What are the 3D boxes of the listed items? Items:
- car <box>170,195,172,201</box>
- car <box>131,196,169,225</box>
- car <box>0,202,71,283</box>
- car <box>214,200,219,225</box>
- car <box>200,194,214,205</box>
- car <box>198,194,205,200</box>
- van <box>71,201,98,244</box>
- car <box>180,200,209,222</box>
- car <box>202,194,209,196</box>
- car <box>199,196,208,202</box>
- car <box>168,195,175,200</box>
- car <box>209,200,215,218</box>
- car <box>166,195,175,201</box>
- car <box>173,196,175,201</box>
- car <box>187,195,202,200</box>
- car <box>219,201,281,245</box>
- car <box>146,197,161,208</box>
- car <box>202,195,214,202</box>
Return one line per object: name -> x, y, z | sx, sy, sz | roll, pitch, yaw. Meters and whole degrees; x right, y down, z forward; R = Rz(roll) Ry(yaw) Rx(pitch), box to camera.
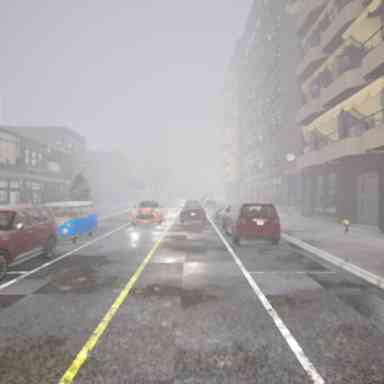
car -> -5.672, 1.475, 66.660 | 1.967, 1.590, 4.097 | 1, 0, 0
car -> -3.082, 1.360, 24.163 | 2.097, 1.767, 4.553 | 0, 0, 0
car -> -5.663, 1.318, 9.791 | 2.192, 1.841, 5.009 | 1, 0, 0
car -> 2.696, 1.447, 21.228 | 1.967, 1.590, 4.097 | 1, 0, 0
car -> 2.680, 1.346, 61.035 | 2.192, 1.841, 5.009 | 1, 0, 0
car -> 2.709, 1.503, 95.152 | 1.967, 1.590, 4.097 | 1, 0, 0
van -> -5.650, 1.346, 15.478 | 1.690, 1.788, 3.998 | 1, 0, 0
car -> 0.088, 1.573, 26.189 | 1.994, 1.385, 4.181 | 0, 0, 0
car -> 2.679, 1.552, 55.518 | 1.752, 1.417, 4.829 | 1, 0, 0
car -> 2.668, 1.611, 78.095 | 1.947, 1.339, 4.313 | 1, 0, 0
car -> -5.856, 1.588, 94.923 | 1.752, 1.417, 4.829 | 1, 0, 0
car -> 2.691, 1.576, 26.916 | 1.947, 1.339, 4.313 | 1, 0, 0
car -> -5.684, 1.608, 89.407 | 2.008, 1.369, 4.403 | 1, 0, 0
car -> -5.681, 1.617, 83.719 | 1.947, 1.339, 4.313 | 1, 0, 0
car -> 0.080, 1.497, 45.131 | 1.882, 1.535, 5.008 | 0, 0, 0
car -> 2.700, 1.320, 15.542 | 2.192, 1.841, 5.009 | 1, 0, 0
car -> -5.665, 1.548, 49.429 | 1.752, 1.417, 4.829 | 1, 0, 0
car -> 2.681, 1.573, 49.661 | 2.008, 1.369, 4.403 | 1, 0, 0
